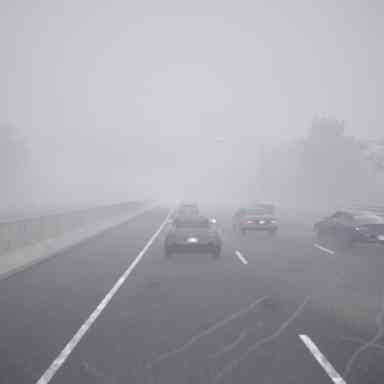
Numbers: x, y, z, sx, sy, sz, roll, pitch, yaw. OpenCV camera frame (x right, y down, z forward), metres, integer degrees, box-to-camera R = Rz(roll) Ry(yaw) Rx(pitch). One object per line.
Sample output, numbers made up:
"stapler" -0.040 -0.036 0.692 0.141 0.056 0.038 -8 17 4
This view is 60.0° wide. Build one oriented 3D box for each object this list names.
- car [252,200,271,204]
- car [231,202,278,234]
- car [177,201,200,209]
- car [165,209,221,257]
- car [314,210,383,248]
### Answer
"car" 6.616 1.527 32.454 1.882 1.535 5.008 0 0 -2
"car" 3.421 1.548 18.999 2.033 1.411 5.357 0 0 -1
"car" -0.332 1.534 30.468 2.128 1.511 4.902 0 0 -1
"car" 0.004 1.558 13.006 1.994 1.385 4.181 0 0 -1
"car" 6.985 1.518 14.596 1.812 1.442 4.674 0 0 -1
